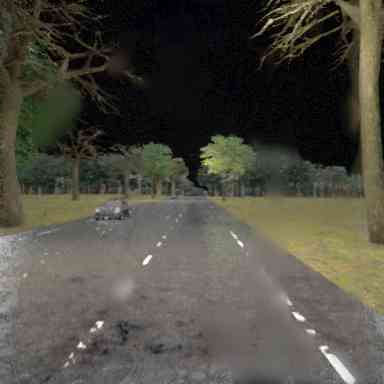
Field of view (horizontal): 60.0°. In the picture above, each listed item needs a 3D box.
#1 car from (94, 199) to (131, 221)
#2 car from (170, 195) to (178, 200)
[{"bbox_3d":[-6.407,1.374,27.298,2.097,1.767,4.553,-1,0,1],"label":"car"},{"bbox_3d":[-5.079,1.453,92.447,1.994,1.385,4.181,-1,0,1],"label":"car"}]
